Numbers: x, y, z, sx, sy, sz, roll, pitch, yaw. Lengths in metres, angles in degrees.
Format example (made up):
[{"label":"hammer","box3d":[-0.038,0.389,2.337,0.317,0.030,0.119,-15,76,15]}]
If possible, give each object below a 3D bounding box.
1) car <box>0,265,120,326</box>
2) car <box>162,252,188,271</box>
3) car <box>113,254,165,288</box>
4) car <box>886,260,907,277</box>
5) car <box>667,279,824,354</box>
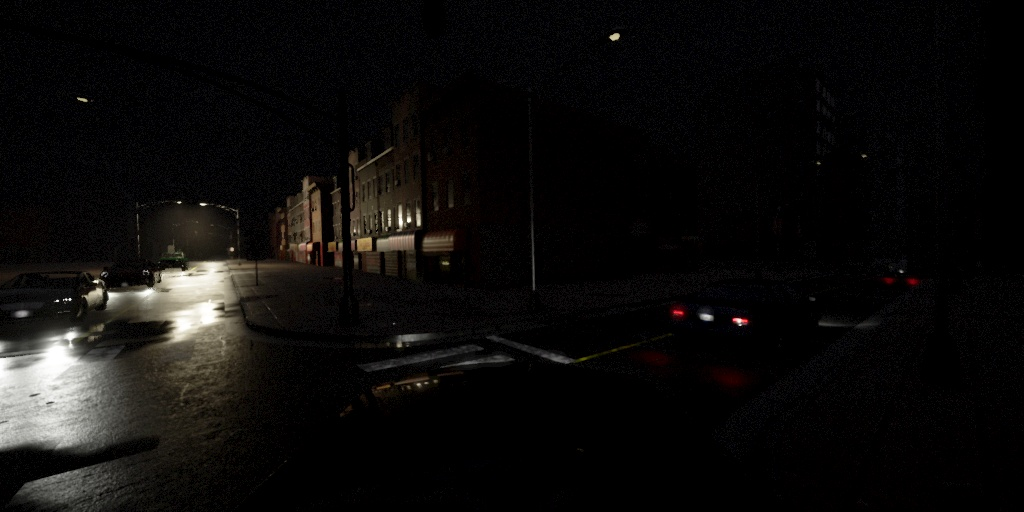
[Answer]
[{"label":"car","box3d":[-14.534,1.240,11.330,2.128,1.511,4.902,-2,2,-40]},{"label":"car","box3d":[-36.058,0.575,38.170,2.150,2.045,5.566,-2,2,-39]},{"label":"car","box3d":[-22.650,0.961,21.403,2.097,1.767,4.553,-2,2,-39]},{"label":"car","box3d":[32.808,1.016,29.559,4.674,1.442,1.812,0,0,-31]},{"label":"car","box3d":[5.872,1.266,8.767,5.357,1.411,2.033,0,0,-39]}]
